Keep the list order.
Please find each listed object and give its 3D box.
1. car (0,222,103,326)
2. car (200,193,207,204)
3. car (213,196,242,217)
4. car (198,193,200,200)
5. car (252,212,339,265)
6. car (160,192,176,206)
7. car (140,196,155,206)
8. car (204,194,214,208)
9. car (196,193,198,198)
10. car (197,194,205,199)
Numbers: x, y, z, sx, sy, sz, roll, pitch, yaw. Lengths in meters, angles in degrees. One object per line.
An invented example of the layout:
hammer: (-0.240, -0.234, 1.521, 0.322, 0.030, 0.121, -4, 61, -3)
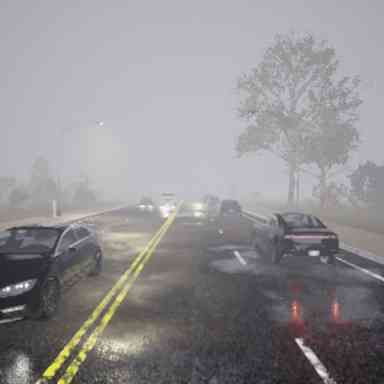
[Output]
car: (-3.359, 1.467, 7.304, 2.128, 1.511, 4.902, 0, 0, 0)
car: (2.920, 1.135, 56.541, 2.097, 1.767, 4.553, 0, 0, -1)
car: (3.253, 1.371, 29.760, 1.882, 1.535, 5.008, 0, 0, 0)
car: (2.781, 1.083, 67.551, 2.097, 1.767, 4.553, 0, 0, -1)
car: (3.332, 1.452, 11.512, 2.128, 1.511, 4.902, 0, 0, 0)
car: (-3.583, 1.031, 51.118, 2.150, 2.045, 5.566, 0, 0, 0)
car: (-6.836, 1.372, 51.278, 1.994, 1.385, 4.181, 0, 0, 0)
car: (3.034, 1.334, 45.561, 1.837, 1.490, 4.892, 0, 0, -1)
car: (2.620, 1.132, 78.775, 1.801, 1.575, 5.366, 0, 0, -1)
car: (2.463, 1.167, 89.585, 2.033, 1.411, 5.357, 0, 0, -1)
